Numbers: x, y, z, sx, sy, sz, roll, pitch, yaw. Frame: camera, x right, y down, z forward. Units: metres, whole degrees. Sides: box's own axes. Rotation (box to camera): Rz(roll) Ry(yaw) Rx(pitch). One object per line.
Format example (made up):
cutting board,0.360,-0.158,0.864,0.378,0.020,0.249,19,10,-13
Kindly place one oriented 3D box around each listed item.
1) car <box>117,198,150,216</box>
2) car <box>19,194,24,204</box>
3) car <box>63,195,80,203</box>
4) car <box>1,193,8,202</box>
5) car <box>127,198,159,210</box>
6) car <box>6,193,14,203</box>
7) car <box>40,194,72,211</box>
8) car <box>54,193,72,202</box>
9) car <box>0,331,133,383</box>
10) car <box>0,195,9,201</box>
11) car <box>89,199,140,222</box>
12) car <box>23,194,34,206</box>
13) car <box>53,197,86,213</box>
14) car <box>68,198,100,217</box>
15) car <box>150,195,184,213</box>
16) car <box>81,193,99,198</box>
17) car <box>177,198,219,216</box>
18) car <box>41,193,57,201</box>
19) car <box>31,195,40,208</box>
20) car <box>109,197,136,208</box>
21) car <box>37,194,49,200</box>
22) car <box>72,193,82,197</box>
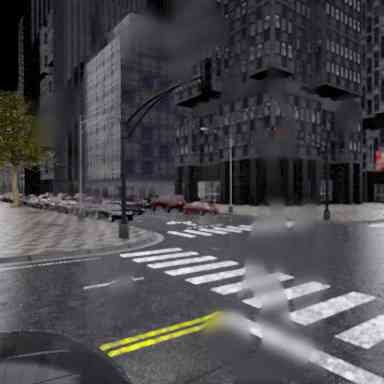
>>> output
car,-6.310,1.456,30.725,2.033,1.411,5.357,0,0,-36
car,-26.230,1.414,53.059,1.947,1.339,4.313,0,0,-36
car,-22.718,1.353,62.654,1.947,1.339,4.313,0,0,-36
car,-36.282,1.135,66.668,2.192,1.841,5.009,0,0,-36
car,-5.969,1.417,39.976,1.947,1.339,4.313,0,0,-36
car,-32.931,1.374,62.132,1.887,1.381,4.507,0,0,-36
car,-16.179,1.326,39.449,1.967,1.590,4.097,0,0,-36
car,-26.069,1.093,67.189,2.192,1.841,5.009,0,0,-36
car,-2.593,1.502,1.575,4.892,1.490,1.837,1,-1,-37
car,-42.981,1.385,75.741,1.802,1.307,4.206,0,0,-36
car,-6.127,1.505,25.841,1.947,1.339,4.313,0,0,-36
car,-22.778,1.385,48.386,1.752,1.417,4.829,0,0,-36
car,-12.828,1.484,34.914,1.802,1.307,4.206,0,0,-36
car,-9.478,1.485,30.378,1.947,1.339,4.313,0,0,-36
car,-2.619,1.183,35.439,2.192,1.841,5.009,0,0,-36
car,-16.018,1.353,53.582,1.887,1.381,4.507,0,0,-36
car,0.732,1.470,30.904,1.802,1.307,4.206,0,0,-36
car,-32.769,1.074,76.262,2.192,1.841,5.009,0,0,-36
car,-19.529,1.454,43.987,1.802,1.307,4.206,0,0,-36
car,-9.318,1.401,44.511,1.947,1.339,4.313,0,0,-36
car,-36.219,1.277,80.934,1.752,1.417,4.829,0,0,-36
car,-19.369,1.112,58.118,2.192,1.841,5.009,0,0,-36
